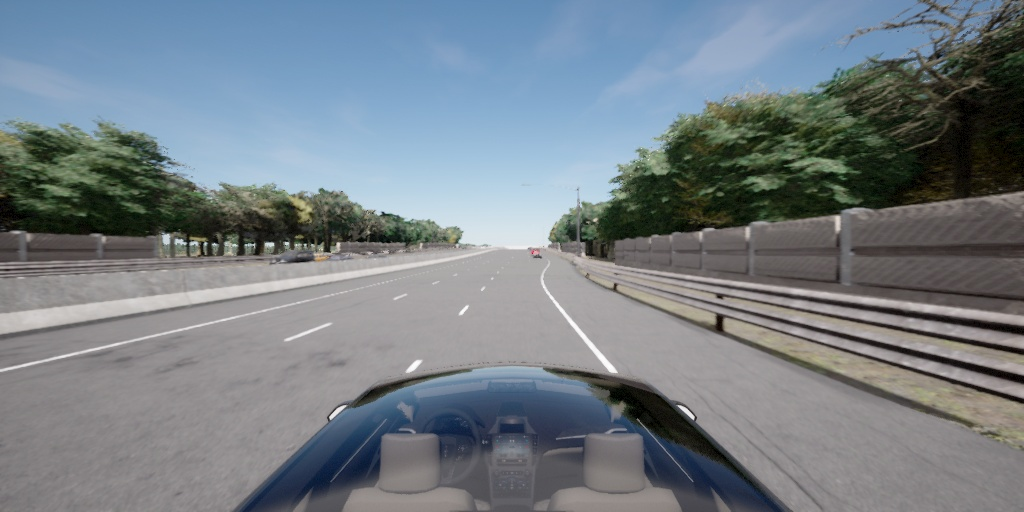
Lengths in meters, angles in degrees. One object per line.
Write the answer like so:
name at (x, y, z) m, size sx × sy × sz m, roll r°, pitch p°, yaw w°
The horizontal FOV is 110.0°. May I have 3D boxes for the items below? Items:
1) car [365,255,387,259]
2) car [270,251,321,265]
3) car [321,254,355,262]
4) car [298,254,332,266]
car at (-16.858, 0.624, 44.397) m, size 1.837 × 1.490 × 4.892 m, roll 0°, pitch 1°, yaw 2°
car at (-24.018, 0.436, 39.606) m, size 2.150 × 2.045 × 5.566 m, roll 0°, pitch 1°, yaw 2°
car at (-20.411, 0.647, 42.566) m, size 2.128 × 1.511 × 4.902 m, roll 0°, pitch 1°, yaw 2°
car at (-26.503, 0.494, 48.386) m, size 1.882 × 1.535 × 5.008 m, roll 0°, pitch 1°, yaw -1°
